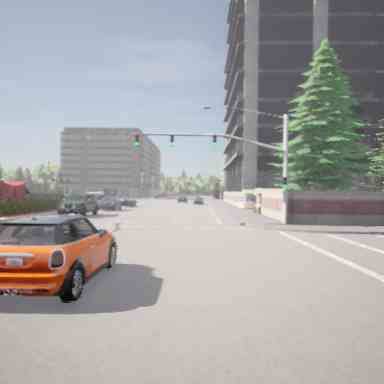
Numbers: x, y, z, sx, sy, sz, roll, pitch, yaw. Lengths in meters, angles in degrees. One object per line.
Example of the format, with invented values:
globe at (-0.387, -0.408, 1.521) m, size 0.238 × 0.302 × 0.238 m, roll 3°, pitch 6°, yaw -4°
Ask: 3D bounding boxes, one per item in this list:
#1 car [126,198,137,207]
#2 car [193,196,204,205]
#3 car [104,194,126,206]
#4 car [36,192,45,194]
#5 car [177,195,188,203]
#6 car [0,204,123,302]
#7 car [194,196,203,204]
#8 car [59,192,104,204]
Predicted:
car at (-9.612, 1.584, 50.021) m, size 1.895 × 1.301 × 4.718 m, roll 1°, pitch 0°, yaw 2°
car at (1.244, 1.764, 62.865) m, size 1.895 × 1.301 × 4.718 m, roll 1°, pitch 0°, yaw 1°
car at (-9.886, 1.308, 40.047) m, size 2.097 × 1.767 × 4.553 m, roll 1°, pitch 0°, yaw 1°
car at (-30.939, 0.936, 67.098) m, size 4.605 × 1.855 × 1.932 m, roll 1°, pitch 0°, yaw 2°
car at (-2.018, 1.496, 72.823) m, size 2.097 × 1.767 × 4.553 m, roll 1°, pitch 0°, yaw 1°
car at (-3.366, 1.358, 8.452) m, size 2.097 × 1.767 × 4.553 m, roll 1°, pitch 0°, yaw 0°
car at (1.481, 1.689, 72.808) m, size 1.837 × 1.490 × 4.892 m, roll 1°, pitch 0°, yaw 1°
car at (-10.129, 1.151, 30.081) m, size 2.150 × 2.045 × 5.566 m, roll 1°, pitch 0°, yaw 1°
